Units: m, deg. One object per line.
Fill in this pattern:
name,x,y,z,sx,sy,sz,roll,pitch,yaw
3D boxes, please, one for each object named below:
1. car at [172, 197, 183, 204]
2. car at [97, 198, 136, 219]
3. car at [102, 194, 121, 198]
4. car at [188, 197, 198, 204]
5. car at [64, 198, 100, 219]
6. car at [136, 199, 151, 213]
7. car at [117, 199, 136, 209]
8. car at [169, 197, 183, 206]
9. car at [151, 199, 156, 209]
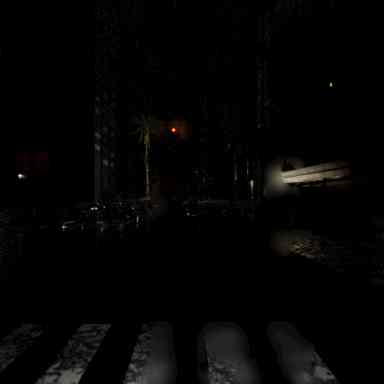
car,-3.018,1.791,69.793,1.994,1.385,4.181,0,0,0
car,-6.547,1.543,29.583,1.882,1.535,5.008,0,0,0
car,-9.780,1.320,39.793,2.150,2.045,5.566,0,0,0
car,0.232,1.791,69.812,1.994,1.385,4.181,0,0,0
car,-9.793,1.544,29.847,1.882,1.535,5.008,0,0,0
car,-6.528,1.587,39.051,2.128,1.511,4.902,0,0,0
car,-9.744,1.701,49.754,1.994,1.385,4.181,0,0,0
car,-3.042,1.702,58.442,1.812,1.442,4.674,0,-1,0
car,-6.500,1.735,48.939,1.895,1.301,4.718,0,0,0
